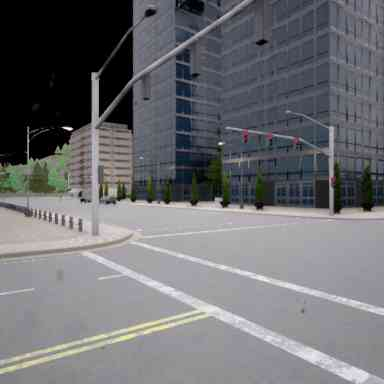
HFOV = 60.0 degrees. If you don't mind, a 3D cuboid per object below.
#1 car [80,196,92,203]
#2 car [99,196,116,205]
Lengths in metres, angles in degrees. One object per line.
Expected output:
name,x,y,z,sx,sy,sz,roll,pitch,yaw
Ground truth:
car,-20.624,1.492,65.715,2.033,1.411,5.357,0,0,-33
car,-14.656,1.449,57.203,1.837,1.490,4.892,0,0,-35
